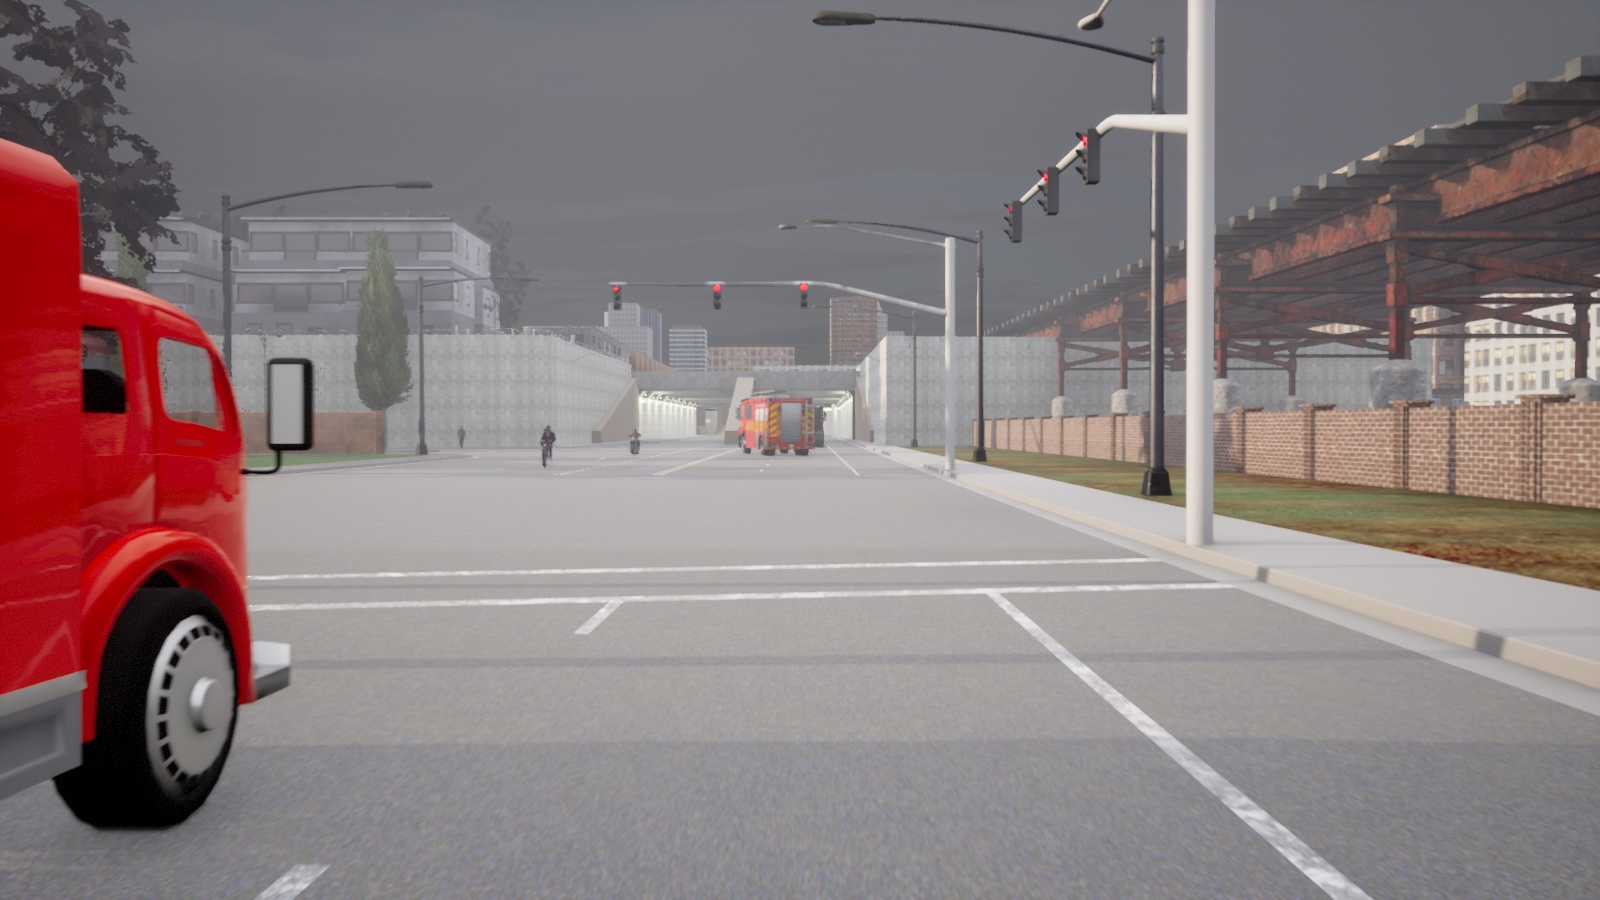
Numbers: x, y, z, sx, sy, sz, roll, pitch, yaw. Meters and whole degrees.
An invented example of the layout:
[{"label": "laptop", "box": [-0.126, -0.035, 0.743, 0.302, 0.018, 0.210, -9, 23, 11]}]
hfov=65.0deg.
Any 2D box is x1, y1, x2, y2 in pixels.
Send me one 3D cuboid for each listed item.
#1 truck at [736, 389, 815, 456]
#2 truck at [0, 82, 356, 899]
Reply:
[{"label": "truck", "box": [-1.609, -1.642, 75.887, 2.891, 3.827, 8.468, 0, 1, -15]}, {"label": "truck", "box": [-3.490, 0.233, 3.412, 2.627, 2.467, 5.204, 0, 0, 1]}]
